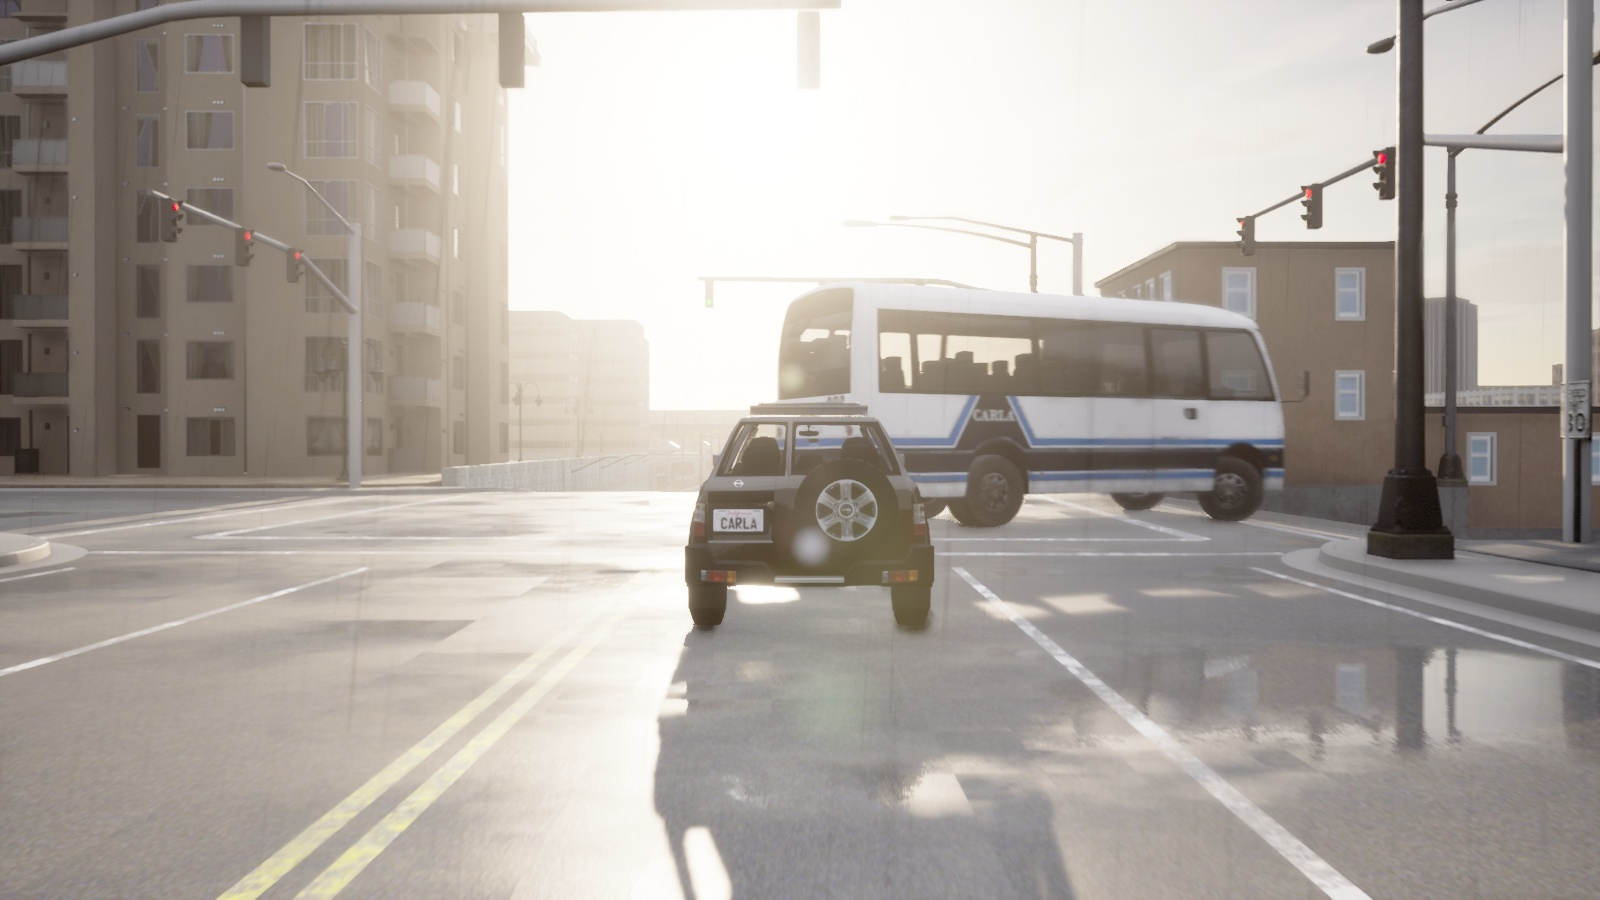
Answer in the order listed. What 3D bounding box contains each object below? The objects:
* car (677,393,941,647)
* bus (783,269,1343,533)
[{"bbox_3d":[0.081,0.499,11.499,1.932,1.855,4.605,0,0,0],"label":"car"},{"bbox_3d":[5.163,-0.776,24.189,10.273,4.253,3.944,0,0,-26],"label":"bus"}]
